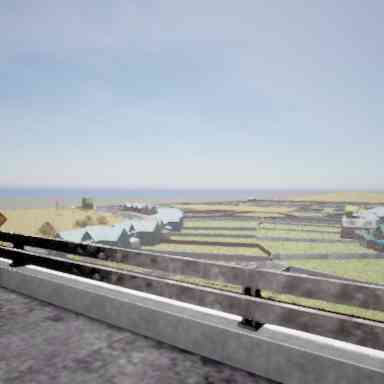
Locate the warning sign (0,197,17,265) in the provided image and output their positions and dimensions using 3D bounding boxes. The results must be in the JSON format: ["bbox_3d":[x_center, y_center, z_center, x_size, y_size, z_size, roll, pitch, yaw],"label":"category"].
[{"bbox_3d":[-5.845,1.083,9.338,1.060,1.860,1.300,1,0,36],"label":"warning sign"}]
